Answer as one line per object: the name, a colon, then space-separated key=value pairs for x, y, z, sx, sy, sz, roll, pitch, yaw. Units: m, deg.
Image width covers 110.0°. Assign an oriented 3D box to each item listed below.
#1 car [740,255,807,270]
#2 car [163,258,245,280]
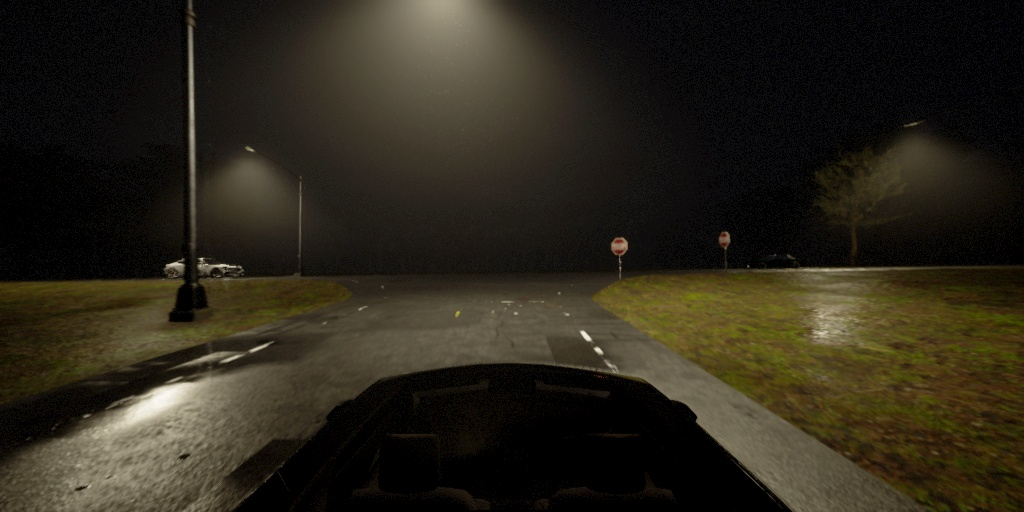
car: x=22.833 y=0.542 z=31.387 sx=4.718 sy=1.301 sz=1.895 roll=-1 pitch=-2 yaw=-1
car: x=-20.642 y=0.839 z=24.065 sx=4.674 sy=1.442 sz=1.812 roll=-1 pitch=-2 yaw=1
